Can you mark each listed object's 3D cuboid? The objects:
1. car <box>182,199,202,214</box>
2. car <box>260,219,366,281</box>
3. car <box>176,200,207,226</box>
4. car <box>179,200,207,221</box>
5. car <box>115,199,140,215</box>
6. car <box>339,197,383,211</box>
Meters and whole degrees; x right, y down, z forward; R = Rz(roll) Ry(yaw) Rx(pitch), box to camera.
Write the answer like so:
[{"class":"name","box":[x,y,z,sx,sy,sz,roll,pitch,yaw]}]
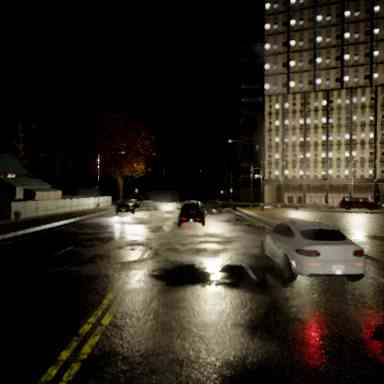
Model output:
[{"class":"car","box":[-0.004,1.551,37.009,2.033,1.411,5.357,0,0,0]},{"class":"car","box":[3.249,1.522,9.684,1.812,1.442,4.674,0,0,0]},{"class":"car","box":[-0.035,1.502,23.156,1.837,1.490,4.892,0,0,0]},{"class":"car","box":[0.077,1.489,27.980,2.128,1.511,4.902,0,0,0]},{"class":"car","box":[-6.504,1.502,34.034,2.128,1.511,4.902,0,0,0]},{"class":"car","box":[23.008,1.657,46.042,5.009,1.841,2.192,0,2,20]}]
